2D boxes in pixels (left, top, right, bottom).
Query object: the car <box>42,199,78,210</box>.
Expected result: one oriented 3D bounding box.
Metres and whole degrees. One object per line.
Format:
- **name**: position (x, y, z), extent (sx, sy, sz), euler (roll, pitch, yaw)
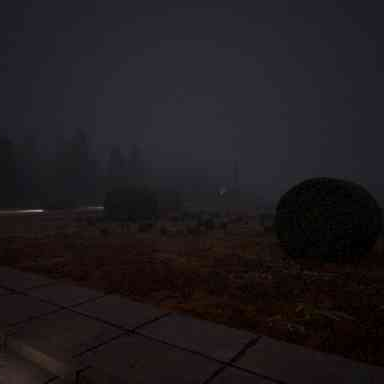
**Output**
- **car**: position (-16.737, 1.555, 42.309), extent (1.994, 1.385, 4.181), euler (0, 0, 37)
